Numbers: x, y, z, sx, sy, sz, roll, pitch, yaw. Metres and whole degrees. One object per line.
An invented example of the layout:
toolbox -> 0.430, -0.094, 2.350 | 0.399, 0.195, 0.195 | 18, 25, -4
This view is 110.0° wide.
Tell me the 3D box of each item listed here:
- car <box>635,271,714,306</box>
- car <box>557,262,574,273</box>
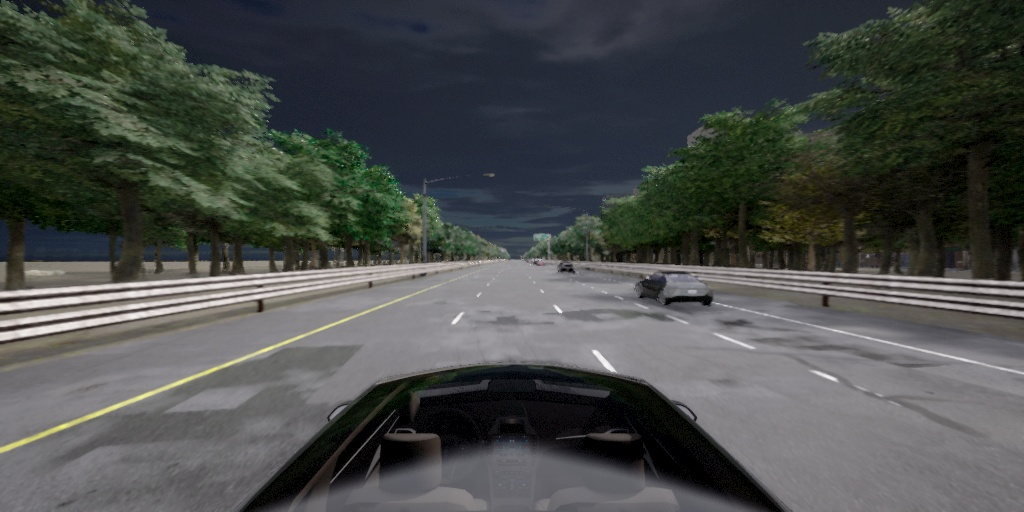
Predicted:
car -> 7.003, 1.359, 15.923 | 1.994, 1.385, 4.181 | 0, 0, 0
car -> 7.087, 1.517, 47.792 | 1.837, 1.490, 4.892 | 0, 0, 0
